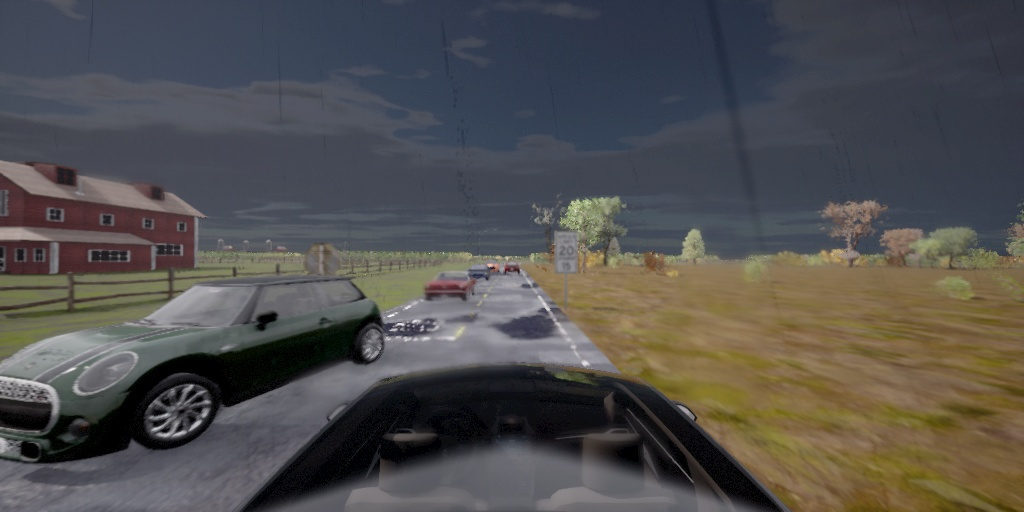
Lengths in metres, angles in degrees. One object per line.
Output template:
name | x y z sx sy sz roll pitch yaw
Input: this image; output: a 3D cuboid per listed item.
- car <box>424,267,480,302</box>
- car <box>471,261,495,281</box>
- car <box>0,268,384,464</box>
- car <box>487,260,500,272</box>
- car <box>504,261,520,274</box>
car | -2.846 1.405 17.408 1.895 1.301 4.718 0 0 0
car | -2.839 1.402 31.628 2.033 1.411 5.357 0 0 -1
car | -4.033 1.110 5.398 2.097 1.767 4.553 0 0 17
car | -2.752 1.267 48.293 2.097 1.767 4.553 0 0 0
car | 0.005 1.378 44.036 1.882 1.535 5.008 0 0 0
